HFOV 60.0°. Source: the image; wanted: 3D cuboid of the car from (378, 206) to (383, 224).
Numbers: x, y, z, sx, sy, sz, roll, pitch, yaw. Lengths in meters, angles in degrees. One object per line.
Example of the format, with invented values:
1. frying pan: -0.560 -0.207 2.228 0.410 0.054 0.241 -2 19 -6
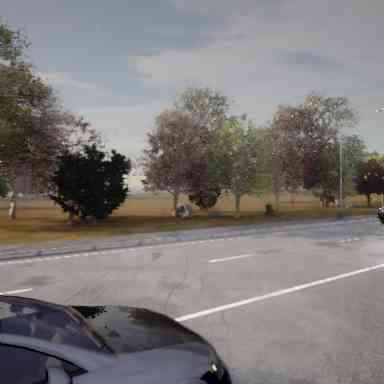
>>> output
1. car: 15.477 1.219 23.562 5.566 2.045 2.150 0 0 -35

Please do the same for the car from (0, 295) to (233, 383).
1. car: -1.668 1.564 2.555 4.181 1.385 1.994 0 0 -36
